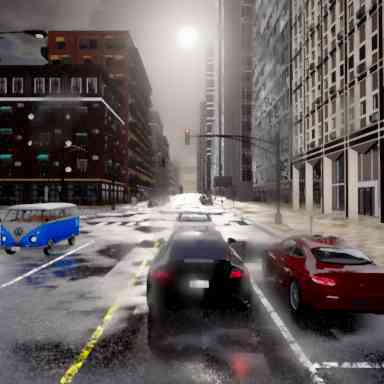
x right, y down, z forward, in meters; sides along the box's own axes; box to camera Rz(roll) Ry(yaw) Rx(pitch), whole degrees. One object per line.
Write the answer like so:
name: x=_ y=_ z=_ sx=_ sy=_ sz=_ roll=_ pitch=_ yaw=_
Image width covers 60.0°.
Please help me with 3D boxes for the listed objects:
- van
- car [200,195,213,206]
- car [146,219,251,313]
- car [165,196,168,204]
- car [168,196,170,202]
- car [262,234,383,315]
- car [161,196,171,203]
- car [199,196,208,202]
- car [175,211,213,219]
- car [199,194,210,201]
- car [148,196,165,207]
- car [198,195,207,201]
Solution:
van: x=-5.761 y=1.344 z=12.988 sx=1.690 sy=1.788 sz=3.998 roll=1 pitch=0 yaw=0
car: x=2.705 y=1.590 z=56.561 sx=1.802 sy=1.307 sz=4.206 roll=1 pitch=0 yaw=0
car: x=0.104 y=1.566 z=7.767 sx=1.994 sy=1.385 sz=4.181 roll=0 pitch=0 yaw=-1
car: x=-5.675 y=1.559 z=56.559 sx=2.008 sy=1.369 sz=4.403 roll=1 pitch=0 yaw=0
car: x=-5.675 y=1.575 z=62.214 sx=1.947 sy=1.339 sz=4.313 roll=1 pitch=0 yaw=0
car: x=2.701 y=1.584 z=7.304 sx=1.802 sy=1.307 sz=4.206 roll=1 pitch=0 yaw=0
car: x=-5.674 y=1.592 z=73.523 sx=1.802 sy=1.307 sz=4.206 roll=1 pitch=0 yaw=0
car: x=2.706 y=1.592 z=79.180 sx=1.802 sy=1.307 sz=4.206 roll=1 pitch=0 yaw=0
car: x=0.096 y=1.605 z=16.584 sx=1.895 sy=1.301 sz=4.718 roll=0 pitch=0 yaw=0
car: x=2.709 y=1.324 z=62.216 sx=2.192 sy=1.841 sz=5.009 roll=1 pitch=0 yaw=0
car: x=-5.675 y=1.559 z=50.905 sx=2.008 sy=1.369 sz=4.403 roll=1 pitch=0 yaw=0
car: x=2.707 y=1.561 z=84.834 sx=2.008 sy=1.369 sz=4.403 roll=1 pitch=0 yaw=0
